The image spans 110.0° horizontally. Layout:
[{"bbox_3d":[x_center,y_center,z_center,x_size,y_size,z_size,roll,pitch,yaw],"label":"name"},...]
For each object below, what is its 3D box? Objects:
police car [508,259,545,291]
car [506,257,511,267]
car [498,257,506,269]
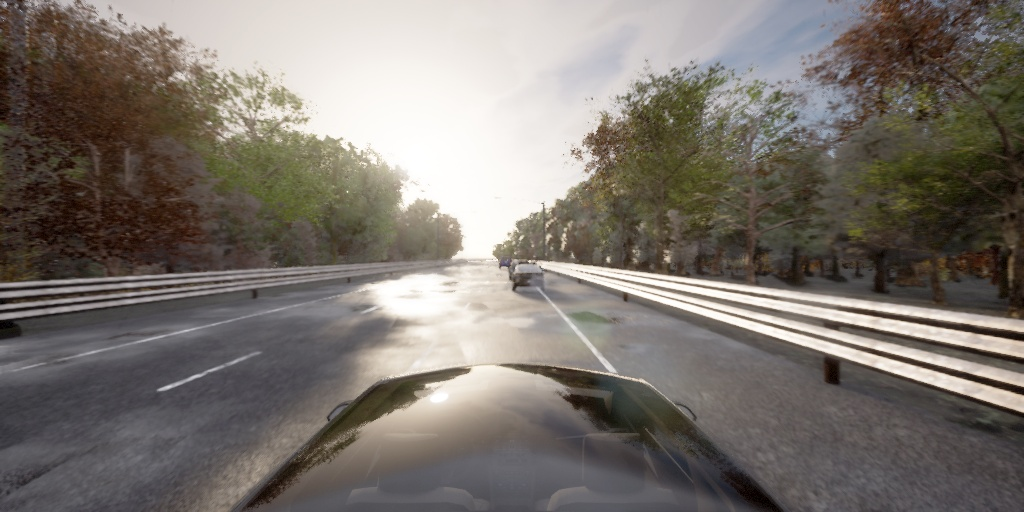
[{"bbox_3d":[0.919,1.193,22.216,1.930,1.638,5.238,0,0,-1],"label":"police car"},{"bbox_3d":[0.754,1.140,32.139,2.097,1.767,4.553,0,0,-1],"label":"car"},{"bbox_3d":[-1.026,1.109,58.706,2.150,2.045,5.566,0,0,-2],"label":"car"}]
